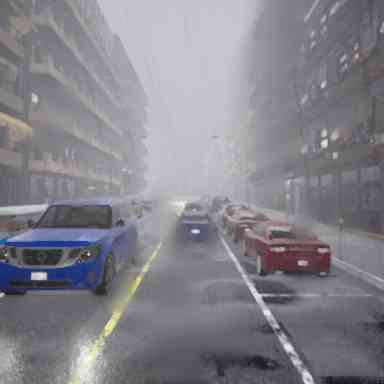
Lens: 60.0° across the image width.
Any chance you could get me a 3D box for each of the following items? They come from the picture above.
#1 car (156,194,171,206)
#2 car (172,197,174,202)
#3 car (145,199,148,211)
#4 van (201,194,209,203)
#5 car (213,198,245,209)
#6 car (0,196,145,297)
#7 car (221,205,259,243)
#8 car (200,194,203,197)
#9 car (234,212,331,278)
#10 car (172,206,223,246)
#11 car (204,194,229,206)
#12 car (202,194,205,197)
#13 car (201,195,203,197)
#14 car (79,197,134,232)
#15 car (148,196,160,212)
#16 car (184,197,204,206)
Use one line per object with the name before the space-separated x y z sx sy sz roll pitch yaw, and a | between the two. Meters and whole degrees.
car | -5.138 1.283 54.357 2.192 1.841 5.009 1 0 0
car | -5.081 1.588 76.482 1.802 1.307 4.206 1 0 0
car | -5.216 1.279 26.705 2.192 1.841 5.009 1 0 0
van | 2.755 1.338 70.874 1.690 1.788 3.998 1 0 0
car | 2.652 1.412 21.092 1.967 1.590 4.097 1 0 0
car | -2.826 1.204 8.920 2.150 2.045 5.566 0 0 0
car | 2.626 1.522 15.560 1.887 1.381 4.507 1 0 0
car | 2.740 1.301 65.342 2.192 1.841 5.009 1 0 0
car | 2.610 1.529 10.030 1.887 1.381 4.507 1 0 0
car | 0.142 1.540 15.237 1.994 1.385 4.181 0 0 0
car | 2.645 1.279 32.153 2.192 1.841 5.009 1 0 0
car | 2.674 1.404 43.217 1.967 1.590 4.097 1 0 0
car | 2.703 1.553 54.279 1.802 1.307 4.206 1 0 0
car | -5.232 1.284 21.175 2.192 1.841 5.009 1 0 0
car | -5.191 1.525 37.767 1.947 1.339 4.313 1 0 0
car | 0.195 1.488 32.717 1.812 1.442 4.674 0 0 0
